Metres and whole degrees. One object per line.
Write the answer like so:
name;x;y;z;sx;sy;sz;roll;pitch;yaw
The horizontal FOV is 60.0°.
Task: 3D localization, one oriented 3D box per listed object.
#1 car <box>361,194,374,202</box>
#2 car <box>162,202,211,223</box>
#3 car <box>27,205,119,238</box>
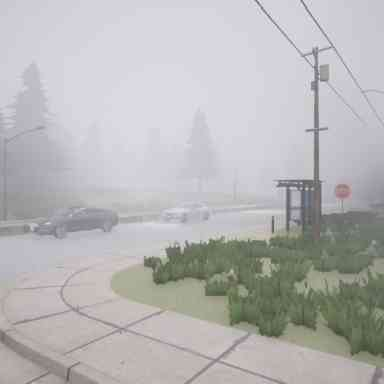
car;40.426;1.355;76.462;2.097;1.767;4.553;0;0;36
car;-0.311;1.526;25.839;1.812;1.442;4.674;0;0;36
car;-6.157;1.492;17.766;2.128;1.511;4.902;0;0;36
